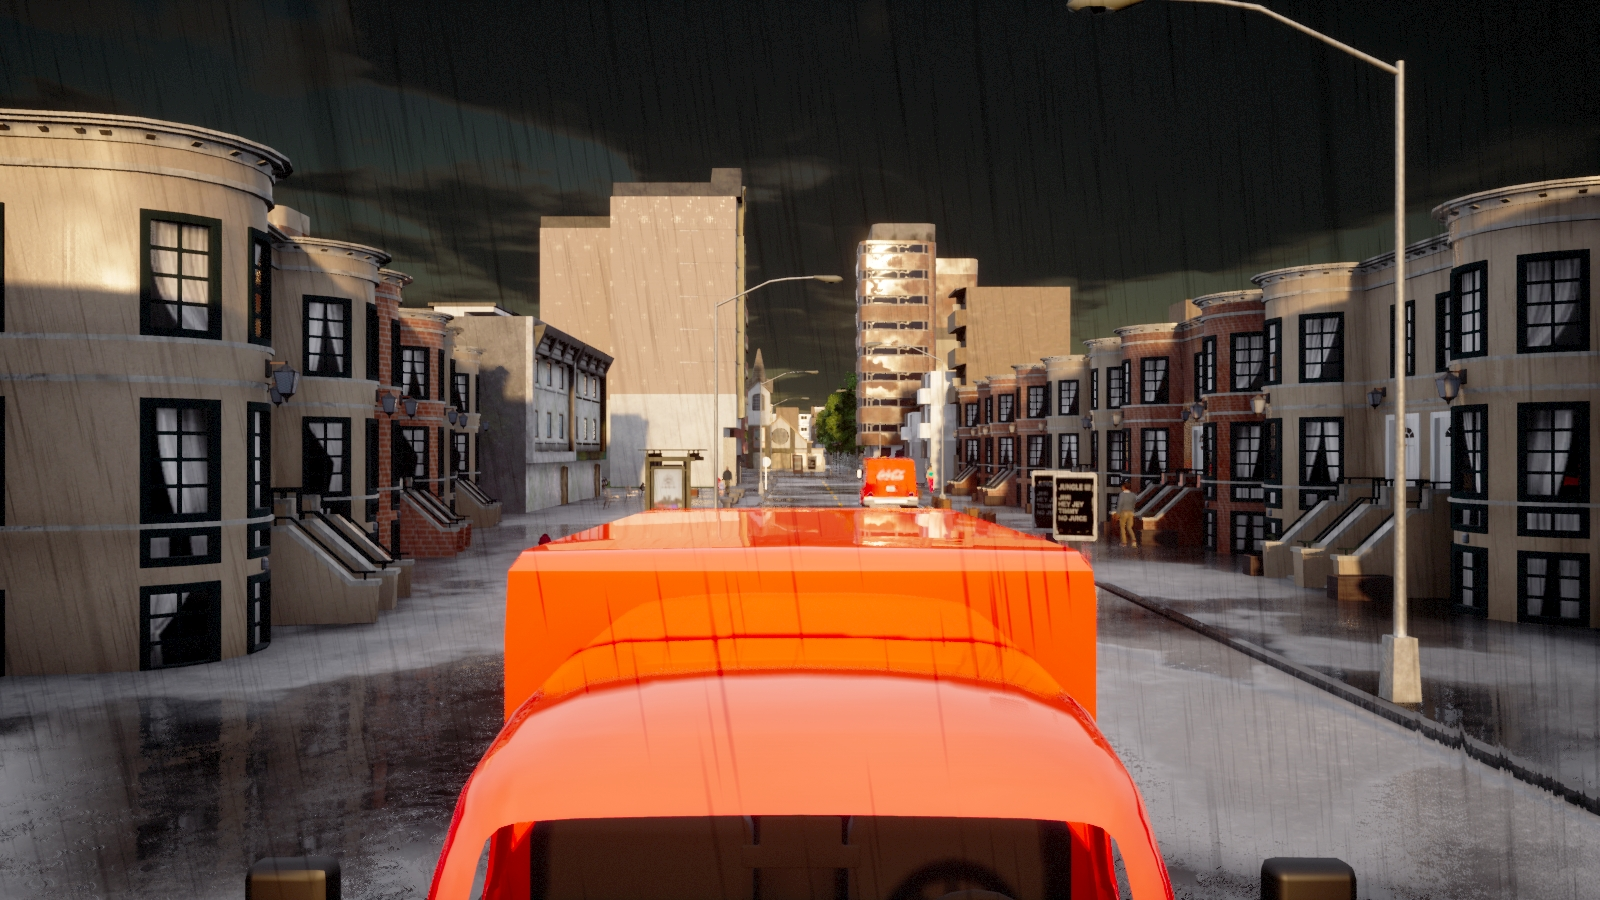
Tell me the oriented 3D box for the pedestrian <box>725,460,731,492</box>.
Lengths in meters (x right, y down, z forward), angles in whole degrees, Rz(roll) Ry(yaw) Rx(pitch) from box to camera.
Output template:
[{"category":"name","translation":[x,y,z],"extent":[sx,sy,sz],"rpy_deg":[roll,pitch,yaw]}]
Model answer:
[{"category":"pedestrian","translation":[-4.271,1.551,67.693],"extent":[0.375,1.860,0.375],"rpy_deg":[0,0,-2]}]

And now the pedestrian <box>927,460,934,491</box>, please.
[{"category":"pedestrian","translation":[7.863,1.551,68.875],"extent":[0.375,1.860,0.375],"rpy_deg":[0,0,0]}]

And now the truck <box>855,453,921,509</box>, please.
[{"category":"truck","translation":[4.003,1.370,52.804],"extent":[2.627,2.467,5.204],"rpy_deg":[0,0,0]}]

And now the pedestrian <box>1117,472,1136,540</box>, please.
[{"category":"pedestrian","translation":[9.035,1.537,31.613],"extent":[0.375,1.860,0.375],"rpy_deg":[0,0,-14]}]

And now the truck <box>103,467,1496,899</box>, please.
[{"category":"truck","translation":[-0.001,1.348,4.761],"extent":[2.627,2.467,5.204],"rpy_deg":[0,0,0]}]

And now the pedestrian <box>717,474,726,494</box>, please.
[{"category":"pedestrian","translation":[-4.453,1.931,64.474],"extent":[0.500,1.100,0.500],"rpy_deg":[0,0,-5]}]
